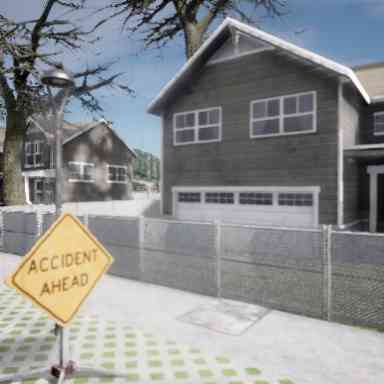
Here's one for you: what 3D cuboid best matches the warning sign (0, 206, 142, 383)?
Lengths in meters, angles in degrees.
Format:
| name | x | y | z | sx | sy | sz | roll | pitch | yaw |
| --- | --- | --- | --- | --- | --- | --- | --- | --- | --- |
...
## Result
| name | x | y | z | sx | sy | sz | roll | pitch | yaw |
| --- | --- | --- | --- | --- | --- | --- | --- | --- | --- |
| warning sign | -1.405 | 1.120 | 3.672 | 1.060 | 1.860 | 1.300 | 0 | 0 | 35 |
